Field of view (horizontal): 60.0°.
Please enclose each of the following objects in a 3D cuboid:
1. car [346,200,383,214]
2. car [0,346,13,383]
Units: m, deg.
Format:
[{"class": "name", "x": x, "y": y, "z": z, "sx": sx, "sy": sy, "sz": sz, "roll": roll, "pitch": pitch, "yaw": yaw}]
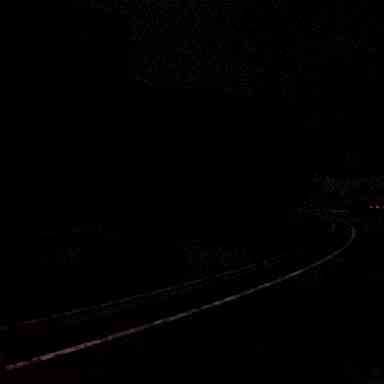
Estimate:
[{"class": "car", "x": 17.930, "y": 1.537, "z": 34.491, "sx": 2.033, "sy": 1.411, "sz": 5.357, "roll": 1, "pitch": 0, "yaw": 2}, {"class": "car", "x": -3.487, "y": 1.375, "z": 1.736, "sx": 4.553, "sy": 1.767, "sz": 2.097, "roll": 0, "pitch": 0, "yaw": -36}]
